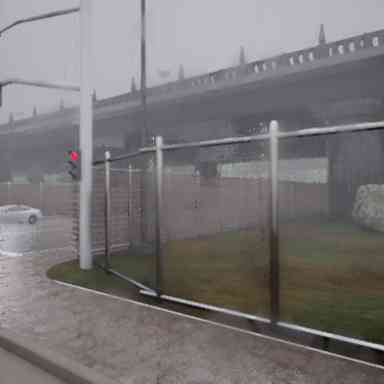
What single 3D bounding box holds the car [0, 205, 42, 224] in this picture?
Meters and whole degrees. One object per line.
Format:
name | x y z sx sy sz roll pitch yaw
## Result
car | -13.303 1.683 24.246 1.812 1.442 4.674 0 0 33
